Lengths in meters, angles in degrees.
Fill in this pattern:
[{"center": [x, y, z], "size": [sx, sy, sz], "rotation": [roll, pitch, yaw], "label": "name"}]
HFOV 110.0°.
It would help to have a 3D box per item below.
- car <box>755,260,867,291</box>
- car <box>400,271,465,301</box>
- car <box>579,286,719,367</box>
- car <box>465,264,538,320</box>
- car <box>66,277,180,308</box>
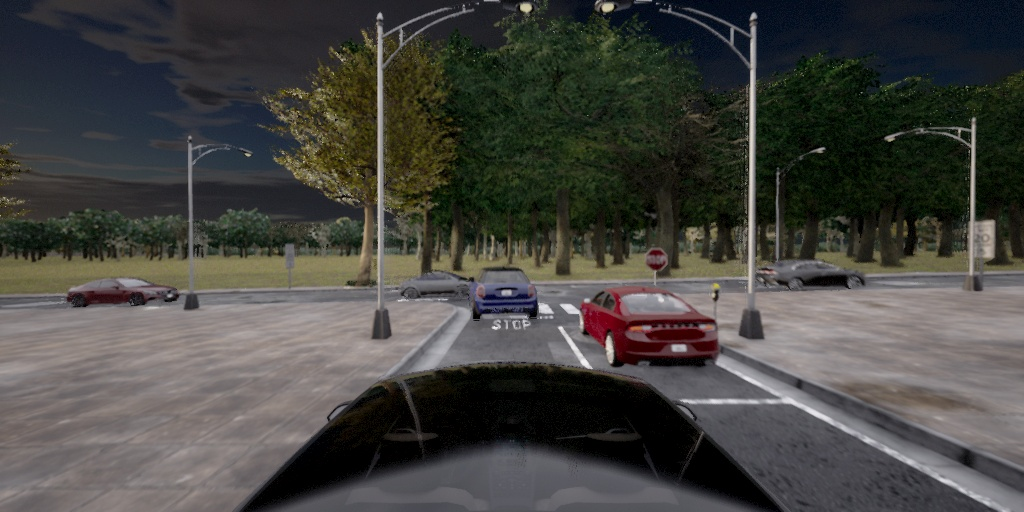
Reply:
[{"center": [15.121, 0.966, 18.269], "size": [4.902, 1.511, 2.128], "rotation": [-1, 1, -1], "label": "car"}, {"center": [-3.519, 1.468, 18.310], "size": [4.181, 1.385, 1.994], "rotation": [-2, 1, 0], "label": "car"}, {"center": [2.637, 1.326, 7.864], "size": [1.888, 1.381, 4.507], "rotation": [0, 0, 0], "label": "car"}, {"center": [-0.490, 1.159, 13.106], "size": [2.097, 1.767, 4.553], "rotation": [0, 0, -9], "label": "car"}, {"center": [-19.793, 1.826, 18.305], "size": [4.674, 1.442, 1.812], "rotation": [-2, 1, 0], "label": "car"}]
